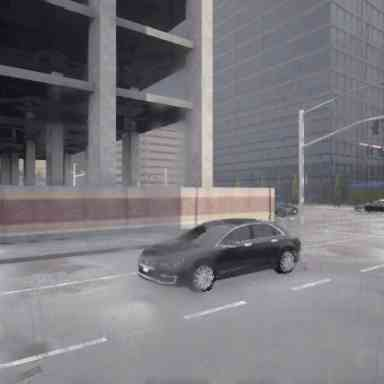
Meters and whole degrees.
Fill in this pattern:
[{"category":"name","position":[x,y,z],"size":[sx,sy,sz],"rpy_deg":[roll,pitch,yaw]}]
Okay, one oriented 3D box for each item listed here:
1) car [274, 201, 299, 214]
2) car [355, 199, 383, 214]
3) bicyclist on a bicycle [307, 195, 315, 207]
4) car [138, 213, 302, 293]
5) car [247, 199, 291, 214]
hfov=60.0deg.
[{"category":"car","position":[8.063,1.563,31.496],"size":[1.994,1.385,4.181],"rpy_deg":[0,0,-36]},{"category":"car","position":[19.358,1.490,34.117],"size":[2.128,1.511,4.902],"rpy_deg":[0,0,-40]},{"category":"bicyclist on a bicycle","position":[16.533,1.299,46.187],"size":[1.656,1.620,0.582],"rpy_deg":[0,0,-36]},{"category":"car","position":[0.928,1.504,8.953],"size":[4.892,1.490,1.837],"rpy_deg":[0,0,-36]},{"category":"car","position":[8.469,1.524,36.896],"size":[1.812,1.442,4.674],"rpy_deg":[0,0,-36]}]
